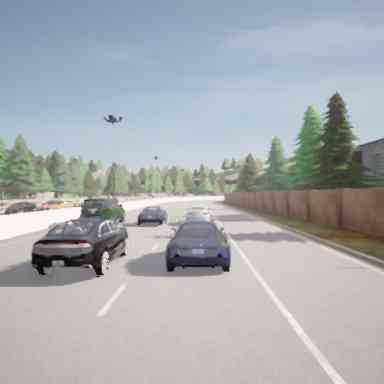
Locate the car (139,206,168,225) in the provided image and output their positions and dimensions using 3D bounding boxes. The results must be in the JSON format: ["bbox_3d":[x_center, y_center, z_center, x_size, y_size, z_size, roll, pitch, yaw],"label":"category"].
[{"bbox_3d":[-3.034,1.794,26.279,1.994,1.385,4.181,0,0,1],"label":"car"}]

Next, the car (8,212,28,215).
[{"bbox_3d":[-20.459,1.925,40.093,1.837,1.490,4.892,0,0,1],"label":"car"}]

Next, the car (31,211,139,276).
[{"bbox_3d":[-3.302,1.595,10.732,2.128,1.511,4.902,0,0,1],"label":"car"}]

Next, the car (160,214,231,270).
[{"bbox_3d":[0.211,1.657,11.333,1.994,1.385,4.181,0,0,1],"label":"car"}]

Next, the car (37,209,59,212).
[{"bbox_3d":[-16.951,1.761,40.486,2.097,1.767,4.553,0,0,1],"label":"car"}]

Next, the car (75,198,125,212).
[{"bbox_3d":[-6.563,1.455,24.914,2.150,2.045,5.566,0,-1,1],"label":"car"}]

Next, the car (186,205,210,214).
[{"bbox_3d":[0.468,1.743,26.679,1.812,1.442,4.674,0,0,1],"label":"car"}]
